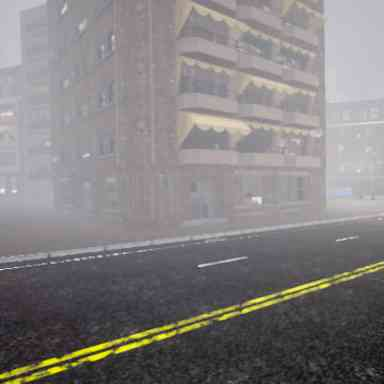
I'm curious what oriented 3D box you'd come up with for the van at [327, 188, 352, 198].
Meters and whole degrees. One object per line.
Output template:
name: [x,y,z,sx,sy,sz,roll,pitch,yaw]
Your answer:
van: [26.490,0.108,59.537,3.998,1.788,1.690,0,0,21]
